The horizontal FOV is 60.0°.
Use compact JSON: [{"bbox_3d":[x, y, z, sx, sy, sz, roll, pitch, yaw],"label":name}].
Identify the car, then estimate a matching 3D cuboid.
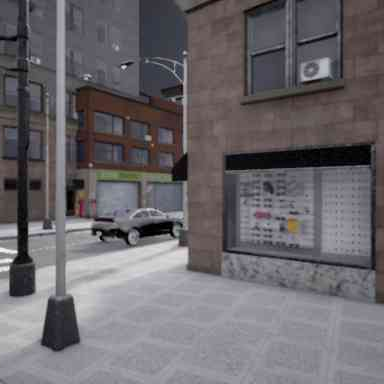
[{"bbox_3d":[-2.302,1.443,15.256,2.128,1.511,4.902,0,0,35],"label":"car"}]
